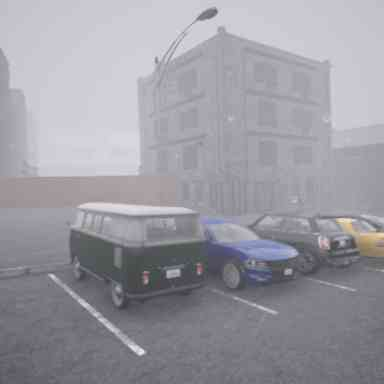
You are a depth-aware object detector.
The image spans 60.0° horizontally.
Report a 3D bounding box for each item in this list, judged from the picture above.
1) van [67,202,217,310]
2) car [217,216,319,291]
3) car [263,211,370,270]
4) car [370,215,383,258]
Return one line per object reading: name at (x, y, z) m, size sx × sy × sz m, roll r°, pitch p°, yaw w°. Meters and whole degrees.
van at (-1.600, 1.266, 8.003) m, size 1.878 × 1.987 × 4.442 m, roll 0°, pitch 0°, yaw -35°
car at (0.722, 1.525, 9.522) m, size 2.097 × 1.535 × 5.008 m, roll 1°, pitch 0°, yaw -35°
car at (3.016, 1.452, 11.112) m, size 2.185 × 1.767 × 4.553 m, roll 1°, pitch -1°, yaw -35°
car at (5.265, 1.634, 12.980) m, size 1.946 × 1.575 × 5.366 m, roll 1°, pitch -1°, yaw -35°
